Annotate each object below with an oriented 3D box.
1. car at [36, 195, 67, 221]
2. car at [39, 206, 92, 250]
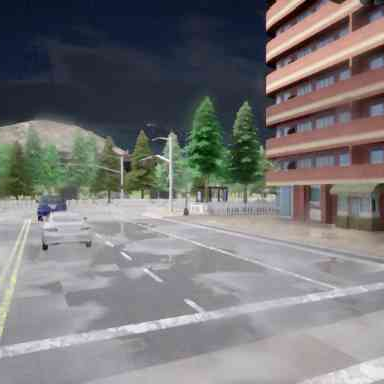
[{"bbox_3d":[-11.781,1.255,27.932,2.150,2.045,5.566,0,0,-25],"label":"car"},{"bbox_3d":[-5.462,1.532,14.295,1.812,1.442,4.674,0,0,-25],"label":"car"}]
